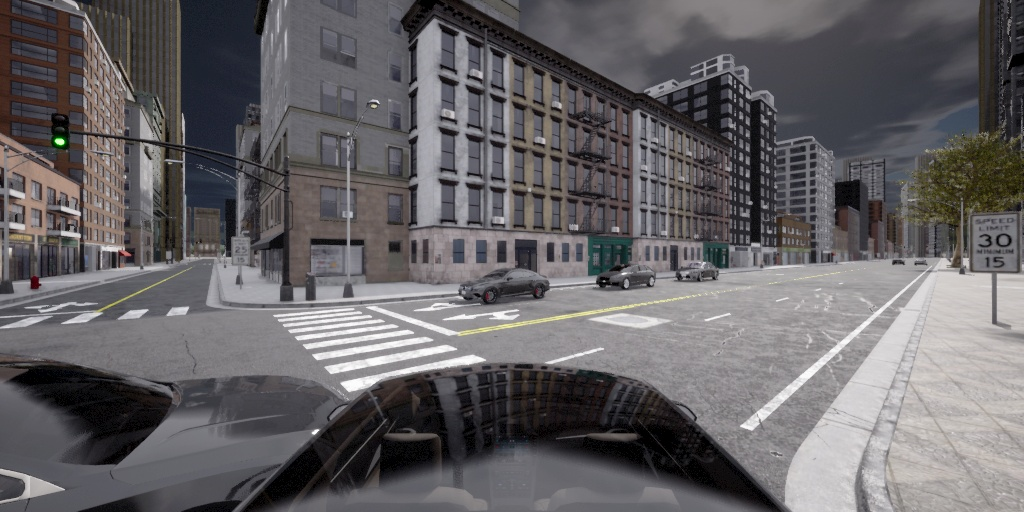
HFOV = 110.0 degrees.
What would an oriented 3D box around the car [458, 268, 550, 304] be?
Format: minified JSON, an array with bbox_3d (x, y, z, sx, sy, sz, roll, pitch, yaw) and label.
[{"bbox_3d":[-0.250,1.285,16.610,4.674,1.442,1.812,0,0,-40],"label":"car"}]

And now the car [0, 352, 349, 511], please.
[{"bbox_3d":[-3.244,1.257,1.600,4.892,1.490,1.837,0,0,-35],"label":"car"}]

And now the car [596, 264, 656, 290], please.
[{"bbox_3d":[7.362,1.255,22.932,4.892,1.490,1.837,0,0,-40],"label":"car"}]

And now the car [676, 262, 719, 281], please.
[{"bbox_3d":[15.290,1.232,29.503,4.902,1.511,2.128,0,0,-40],"label":"car"}]
